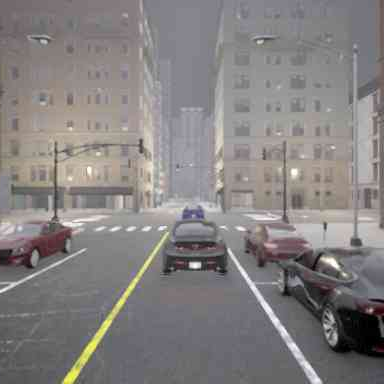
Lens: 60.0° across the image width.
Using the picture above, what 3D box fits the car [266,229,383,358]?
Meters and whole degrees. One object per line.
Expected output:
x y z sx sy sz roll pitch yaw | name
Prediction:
2.872 1.641 6.113 1.947 1.339 4.313 -1 -1 0 | car

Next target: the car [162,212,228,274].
0.093 1.640 10.971 1.837 1.490 4.892 0 0 0 | car

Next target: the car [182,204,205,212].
0.115 1.831 30.014 1.882 1.535 5.008 0 0 0 | car

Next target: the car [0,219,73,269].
-5.668 1.686 11.704 1.887 1.381 4.507 -1 -1 0 | car

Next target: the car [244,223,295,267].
2.877 1.724 11.698 1.802 1.307 4.206 -1 -1 0 | car
